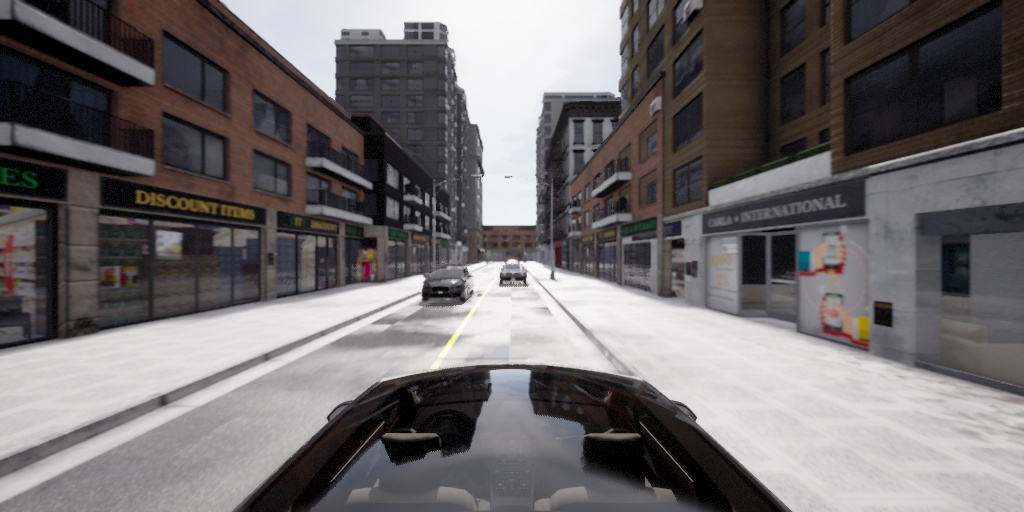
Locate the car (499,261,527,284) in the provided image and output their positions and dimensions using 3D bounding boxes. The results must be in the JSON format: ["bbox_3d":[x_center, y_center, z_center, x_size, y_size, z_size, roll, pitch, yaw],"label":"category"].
[{"bbox_3d":[0.083,1.246,25.837,1.895,1.301,4.718,0,0,0],"label":"car"}]

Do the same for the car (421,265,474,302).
[{"bbox_3d":[-2.851,1.186,16.683,1.837,1.490,4.892,0,0,0],"label":"car"}]
